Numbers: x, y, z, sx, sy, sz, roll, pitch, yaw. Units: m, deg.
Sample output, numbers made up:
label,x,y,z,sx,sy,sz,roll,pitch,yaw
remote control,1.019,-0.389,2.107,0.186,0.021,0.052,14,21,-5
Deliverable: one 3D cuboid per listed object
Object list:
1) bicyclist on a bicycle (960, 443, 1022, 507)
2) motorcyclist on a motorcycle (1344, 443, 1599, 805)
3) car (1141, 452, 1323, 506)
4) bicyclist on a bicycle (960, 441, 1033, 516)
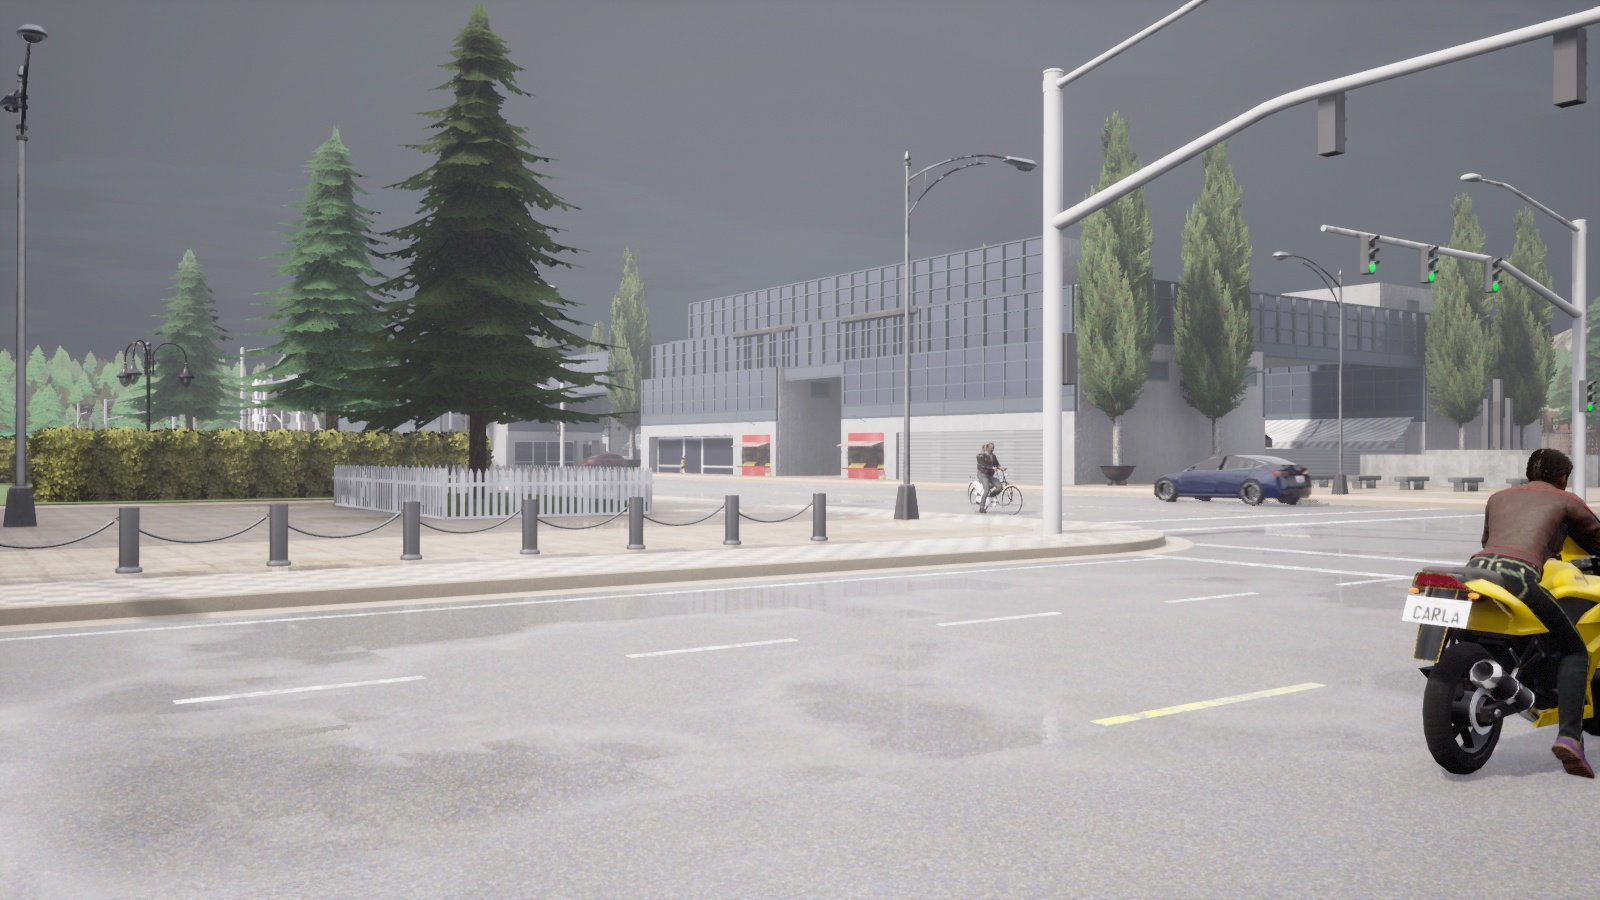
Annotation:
label,x,y,z,sx,sy,sz,roll,pitch,yaw
bicyclist on a bicycle,5.441,0.692,35.879,0.659,1.776,1.843,0,0,-35
motorcyclist on a motorcycle,3.643,0.734,6.198,2.044,1.523,0.797,0,0,-35
car,12.809,0.809,37.552,2.163,1.488,4.792,0,0,-35
bicyclist on a bicycle,4.793,0.680,30.691,0.659,1.776,1.843,0,0,-35
